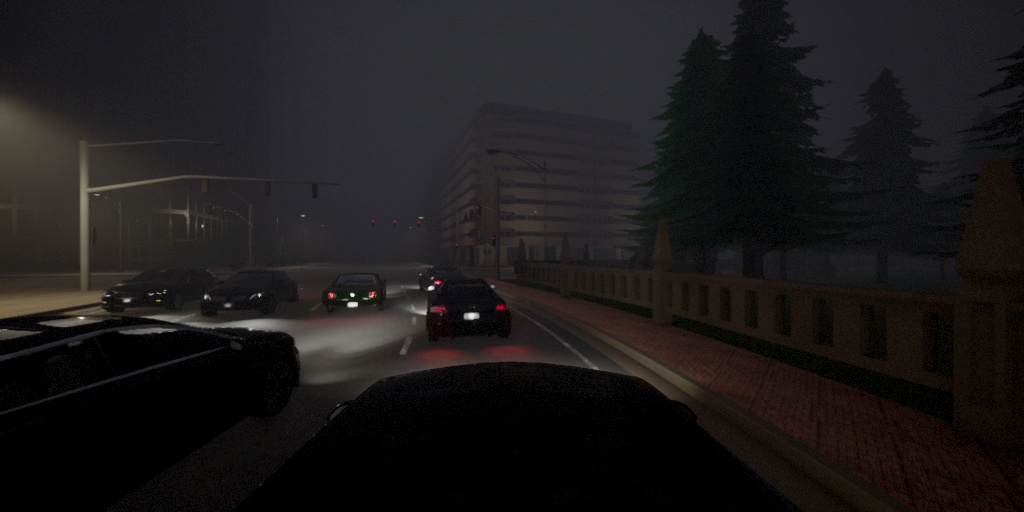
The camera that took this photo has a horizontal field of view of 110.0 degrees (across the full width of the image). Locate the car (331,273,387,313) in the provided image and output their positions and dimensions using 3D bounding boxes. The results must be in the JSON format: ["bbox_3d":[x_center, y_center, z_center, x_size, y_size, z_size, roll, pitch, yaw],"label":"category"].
[{"bbox_3d":[-5.866,1.302,13.870,1.895,1.301,4.718,0,0,-17],"label":"car"}]

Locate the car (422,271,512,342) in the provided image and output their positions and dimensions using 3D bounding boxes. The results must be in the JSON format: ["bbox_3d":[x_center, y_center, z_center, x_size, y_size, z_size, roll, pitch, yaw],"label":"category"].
[{"bbox_3d":[-1.316,1.282,9.825,1.994,1.385,4.181,0,0,-12],"label":"car"}]

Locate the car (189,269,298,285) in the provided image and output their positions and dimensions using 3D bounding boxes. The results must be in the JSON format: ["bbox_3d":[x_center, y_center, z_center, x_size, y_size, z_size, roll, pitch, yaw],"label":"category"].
[{"bbox_3d":[-9.327,1.229,13.175,1.812,1.442,4.674,0,0,-17],"label":"car"}]

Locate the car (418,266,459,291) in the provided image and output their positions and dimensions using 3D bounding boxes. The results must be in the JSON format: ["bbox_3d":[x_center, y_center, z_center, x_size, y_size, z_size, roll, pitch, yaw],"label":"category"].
[{"bbox_3d":[-3.674,1.230,18.710,2.033,1.411,5.357,0,0,-21],"label":"car"}]

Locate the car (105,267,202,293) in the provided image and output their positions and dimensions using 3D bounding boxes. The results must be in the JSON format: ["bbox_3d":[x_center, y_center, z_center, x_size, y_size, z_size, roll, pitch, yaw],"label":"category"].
[{"bbox_3d":[-13.196,1.207,13.887,1.837,1.490,4.892,0,0,-18],"label":"car"}]

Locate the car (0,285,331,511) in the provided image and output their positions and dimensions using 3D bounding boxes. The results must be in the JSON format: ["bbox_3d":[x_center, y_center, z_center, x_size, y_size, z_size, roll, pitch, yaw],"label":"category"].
[{"bbox_3d":[-3.711,1.237,2.923,2.128,1.511,4.902,0,0,-3],"label":"car"}]
